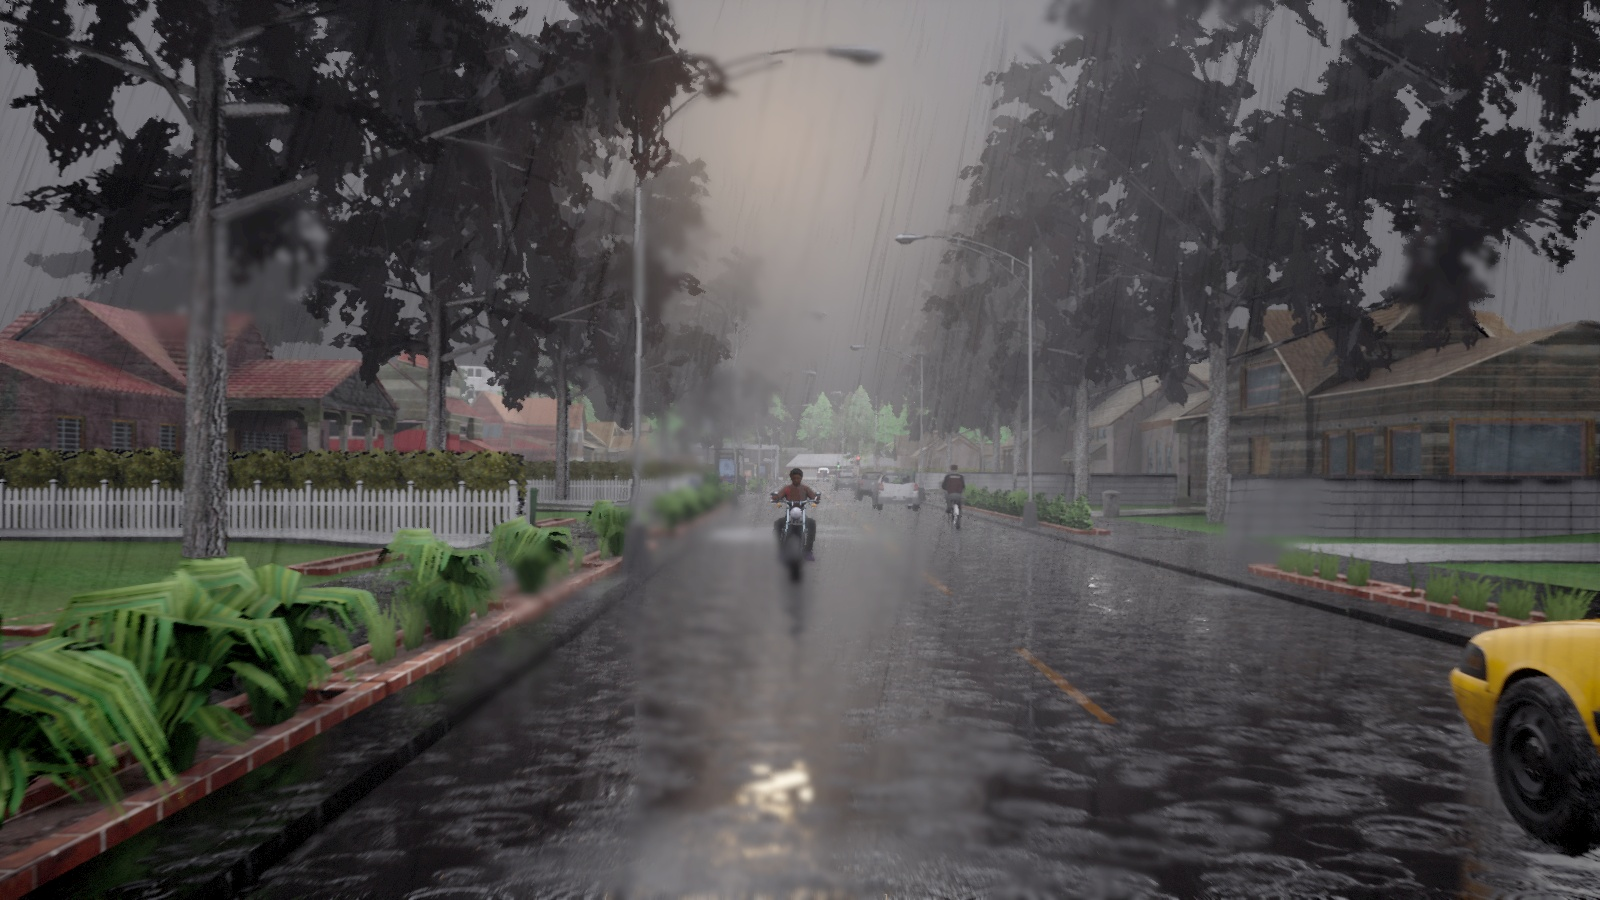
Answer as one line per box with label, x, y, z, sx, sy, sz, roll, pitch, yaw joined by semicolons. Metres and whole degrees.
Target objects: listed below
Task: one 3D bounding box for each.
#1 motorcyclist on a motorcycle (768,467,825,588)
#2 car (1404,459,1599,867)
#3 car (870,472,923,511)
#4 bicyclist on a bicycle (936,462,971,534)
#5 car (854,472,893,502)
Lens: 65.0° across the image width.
motorcyclist on a motorcycle;-0.045;1.071;18.242;0.766;1.649;2.350;0;-1;0
car;3.990;0.800;3.707;1.801;1.575;5.366;0;-1;0
car;3.875;1.665;50.912;1.845;1.501;3.633;0;-1;0
bicyclist on a bicycle;3.920;1.210;32.265;0.659;1.776;1.843;0;-1;0
car;3.838;1.918;65.968;1.845;1.501;3.633;0;-1;0
